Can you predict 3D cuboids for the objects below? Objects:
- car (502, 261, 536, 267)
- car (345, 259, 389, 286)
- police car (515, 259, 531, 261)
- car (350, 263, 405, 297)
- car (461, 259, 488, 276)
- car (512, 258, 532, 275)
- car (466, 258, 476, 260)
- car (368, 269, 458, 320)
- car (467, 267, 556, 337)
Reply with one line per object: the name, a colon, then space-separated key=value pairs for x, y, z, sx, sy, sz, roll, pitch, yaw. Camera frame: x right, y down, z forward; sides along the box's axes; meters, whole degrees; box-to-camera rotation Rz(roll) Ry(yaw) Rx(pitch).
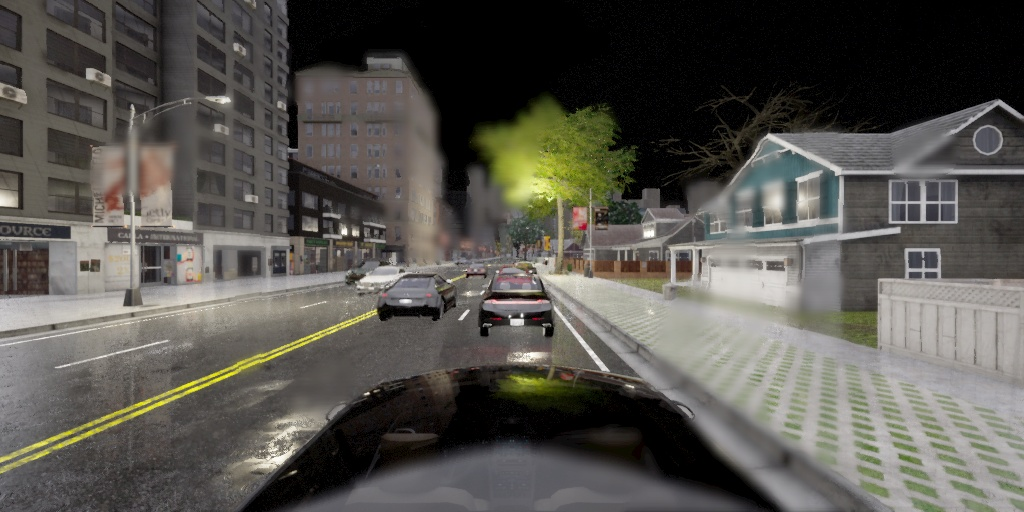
car: x=0.120 y=1.219 z=19.800 sx=1.882 sy=1.535 sz=5.008 roll=0 pitch=0 yaw=0
car: x=-9.824 y=1.087 z=25.151 sx=2.097 sy=1.767 sz=4.553 roll=0 pitch=0 yaw=0
police car: x=1.006 y=1.155 z=29.529 sx=1.930 sy=1.638 sz=5.238 roll=0 pitch=0 yaw=0
car: x=-6.580 y=1.267 z=19.133 sx=1.812 sy=1.442 sz=4.674 roll=0 pitch=0 yaw=0
car: x=-3.115 y=1.273 z=33.255 sx=2.033 sy=1.411 sz=5.357 roll=0 pitch=0 yaw=0
car: x=1.016 y=1.068 z=39.389 sx=2.097 sy=1.767 sz=4.553 roll=0 pitch=0 yaw=0
car: x=-6.500 y=1.190 z=62.458 sx=1.837 sy=1.490 sz=4.892 roll=0 pitch=0 yaw=1
car: x=-3.137 y=1.310 z=12.601 sx=1.994 sy=1.385 sz=4.181 roll=0 pitch=0 yaw=0
car: x=0.112 y=1.239 z=10.296 sx=2.128 sy=1.511 sz=4.902 roll=0 pitch=0 yaw=0
